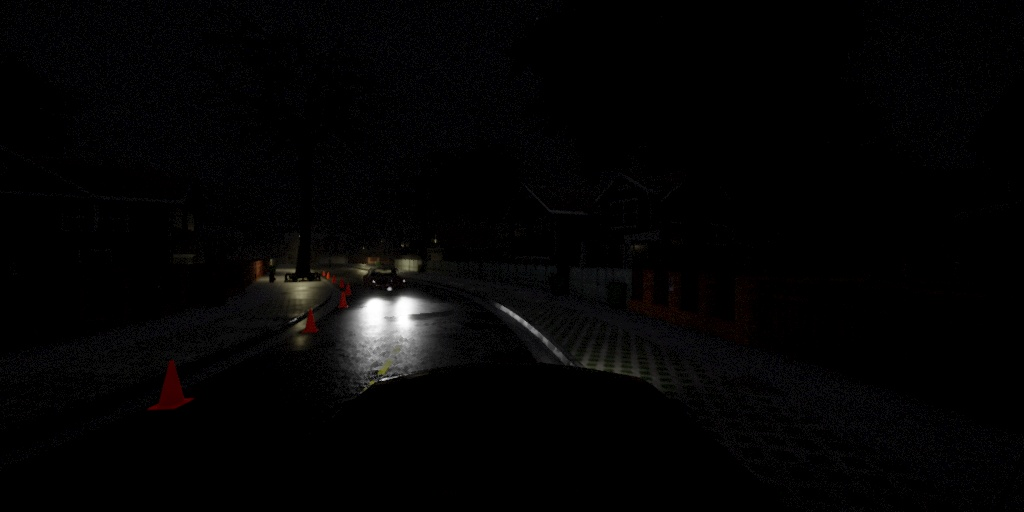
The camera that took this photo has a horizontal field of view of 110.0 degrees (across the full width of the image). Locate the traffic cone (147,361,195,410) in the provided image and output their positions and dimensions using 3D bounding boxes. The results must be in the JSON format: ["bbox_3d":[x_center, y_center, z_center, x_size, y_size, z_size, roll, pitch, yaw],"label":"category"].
[{"bbox_3d":[-4.564,1.702,4.807,0.340,0.580,0.340,0,0,-6],"label":"traffic cone"}]

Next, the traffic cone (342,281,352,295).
[{"bbox_3d":[-8.386,1.688,18.351,0.340,0.580,0.340,0,0,-26],"label":"traffic cone"}]

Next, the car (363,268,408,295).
[{"bbox_3d":[-7.085,1.332,19.871,1.895,1.301,4.718,0,0,-27],"label":"car"}]

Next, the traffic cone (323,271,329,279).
[{"bbox_3d":[-15.902,1.675,31.036,0.340,0.580,0.340,0,0,-31],"label":"traffic cone"}]

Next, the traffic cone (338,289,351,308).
[{"bbox_3d":[-6.593,1.693,13.993,0.340,0.580,0.340,0,0,-19],"label":"traffic cone"}]

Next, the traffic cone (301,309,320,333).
[{"bbox_3d":[-5.313,1.697,9.458,0.340,0.580,0.340,0,0,-12],"label":"traffic cone"}]

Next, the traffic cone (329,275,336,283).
[{"bbox_3d":[-13.293,1.680,26.771,0.340,0.580,0.340,0,0,-31],"label":"traffic cone"}]

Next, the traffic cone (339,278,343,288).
[{"bbox_3d":[-10.684,1.684,22.506,0.340,0.580,0.340,0,0,-31],"label":"traffic cone"}]
